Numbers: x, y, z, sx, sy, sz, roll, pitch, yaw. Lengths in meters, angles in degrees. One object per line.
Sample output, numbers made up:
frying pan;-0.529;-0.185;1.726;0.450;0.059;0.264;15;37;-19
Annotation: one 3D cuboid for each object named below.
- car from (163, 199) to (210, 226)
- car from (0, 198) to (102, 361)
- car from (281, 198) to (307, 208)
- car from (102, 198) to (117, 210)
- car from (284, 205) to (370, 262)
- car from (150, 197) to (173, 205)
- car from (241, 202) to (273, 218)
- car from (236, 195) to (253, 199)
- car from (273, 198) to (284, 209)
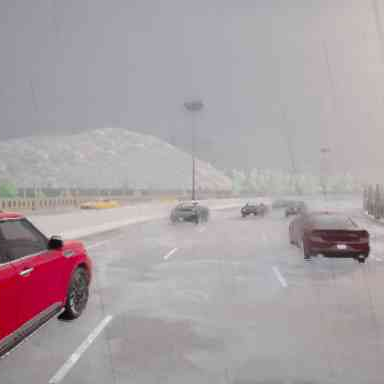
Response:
car;-0.035;1.459;22.964;2.128;1.511;4.902;0;0;15
car;-3.144;1.218;4.170;2.150;2.045;5.566;0;0;3
car;9.538;1.505;29.947;2.033;1.411;5.357;0;0;21
car;-10.326;1.426;37.030;1.882;1.535;5.008;0;0;22
car;4.793;1.460;12.250;1.882;1.535;5.008;0;0;9
car;-3.665;1.416;43.686;1.882;1.535;5.008;0;0;26
car;5.756;1.558;29.750;1.895;1.301;4.718;0;0;20
car;11.354;1.358;71.930;1.882;1.535;5.008;0;0;41
car;11.704;1.503;42.522;1.994;1.385;4.181;0;0;29
